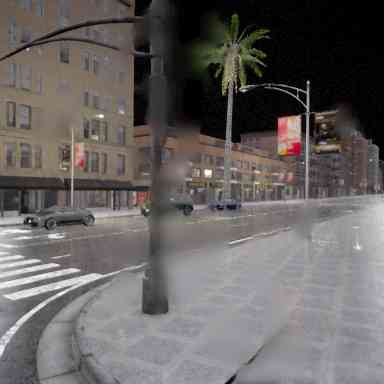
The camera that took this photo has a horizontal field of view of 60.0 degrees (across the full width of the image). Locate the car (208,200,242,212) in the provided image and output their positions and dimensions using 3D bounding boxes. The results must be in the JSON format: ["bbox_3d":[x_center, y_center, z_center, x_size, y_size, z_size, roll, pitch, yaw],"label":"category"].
[{"bbox_3d":[3.794,1.542,37.733,1.895,1.301,4.718,1,0,36],"label":"car"}]

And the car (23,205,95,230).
[{"bbox_3d":[-8.216,1.510,20.850,1.994,1.385,4.181,1,0,36],"label":"car"}]

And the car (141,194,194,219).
[{"bbox_3d":[-2.064,1.165,29.500,2.150,2.045,5.566,1,0,36],"label":"car"}]
